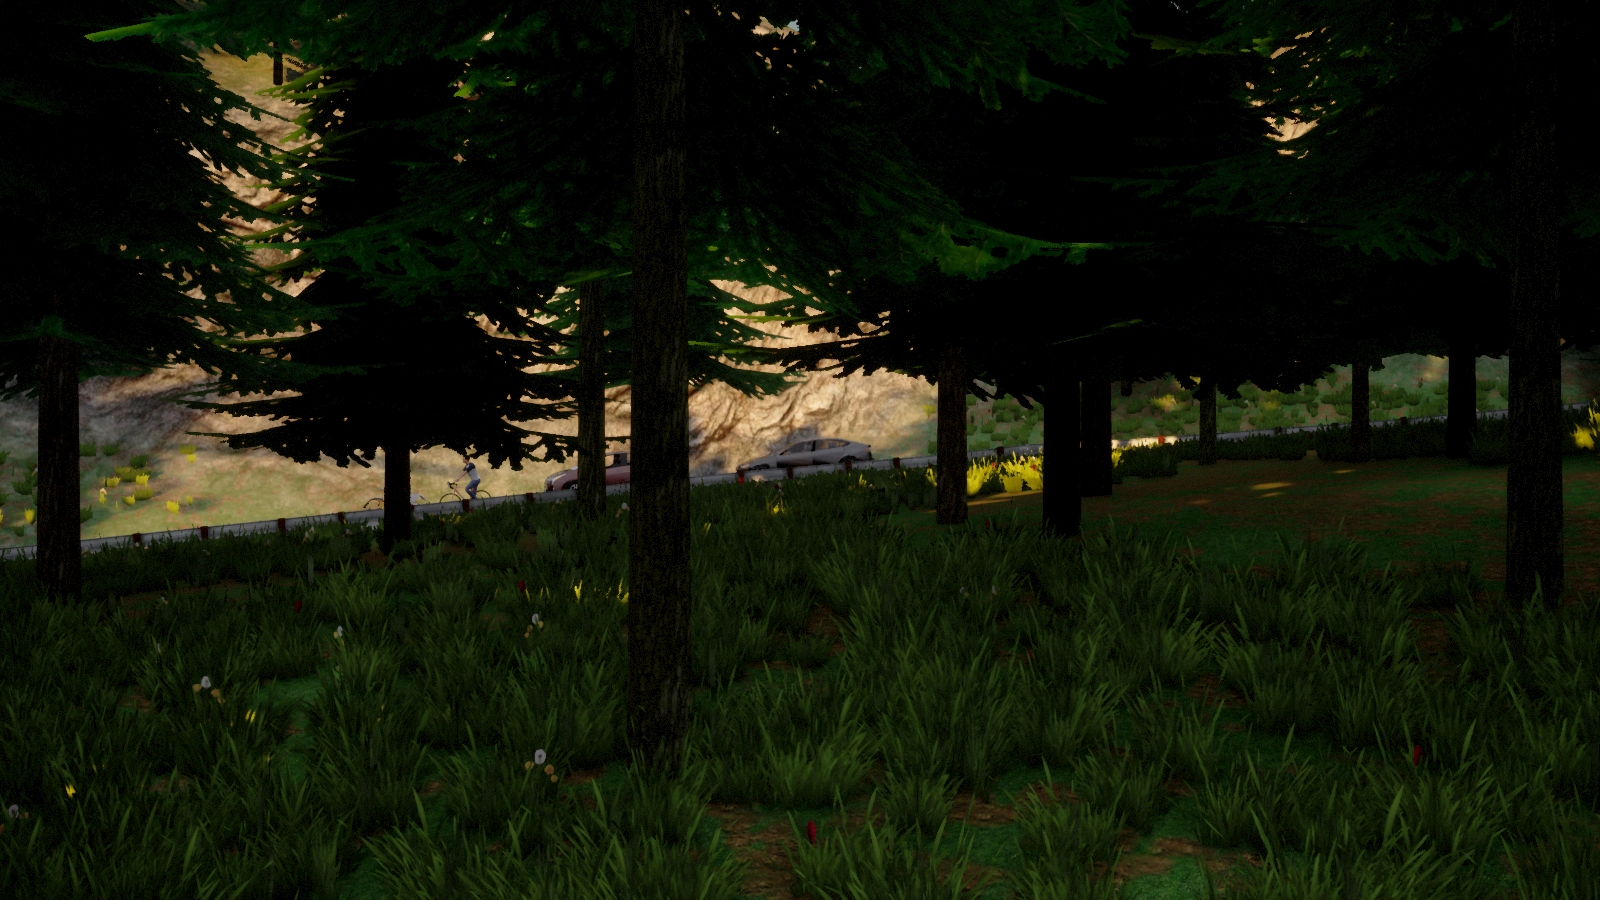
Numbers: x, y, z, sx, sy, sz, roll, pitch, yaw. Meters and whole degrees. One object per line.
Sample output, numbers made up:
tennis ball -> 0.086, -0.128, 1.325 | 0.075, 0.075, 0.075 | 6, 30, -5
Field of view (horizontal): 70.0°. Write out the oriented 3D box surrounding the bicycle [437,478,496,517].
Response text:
bicycle -> -10.252, 1.440, 35.171 | 1.643, 1.024, 0.373 | -5, 3, -36

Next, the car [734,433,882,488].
car -> 0.232, 0.347, 39.656 | 4.792, 1.488, 2.163 | -4, 1, -7

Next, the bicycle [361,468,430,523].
bicycle -> -12.184, 1.365, 34.429 | 1.835, 1.471, 0.329 | -5, 3, -29
